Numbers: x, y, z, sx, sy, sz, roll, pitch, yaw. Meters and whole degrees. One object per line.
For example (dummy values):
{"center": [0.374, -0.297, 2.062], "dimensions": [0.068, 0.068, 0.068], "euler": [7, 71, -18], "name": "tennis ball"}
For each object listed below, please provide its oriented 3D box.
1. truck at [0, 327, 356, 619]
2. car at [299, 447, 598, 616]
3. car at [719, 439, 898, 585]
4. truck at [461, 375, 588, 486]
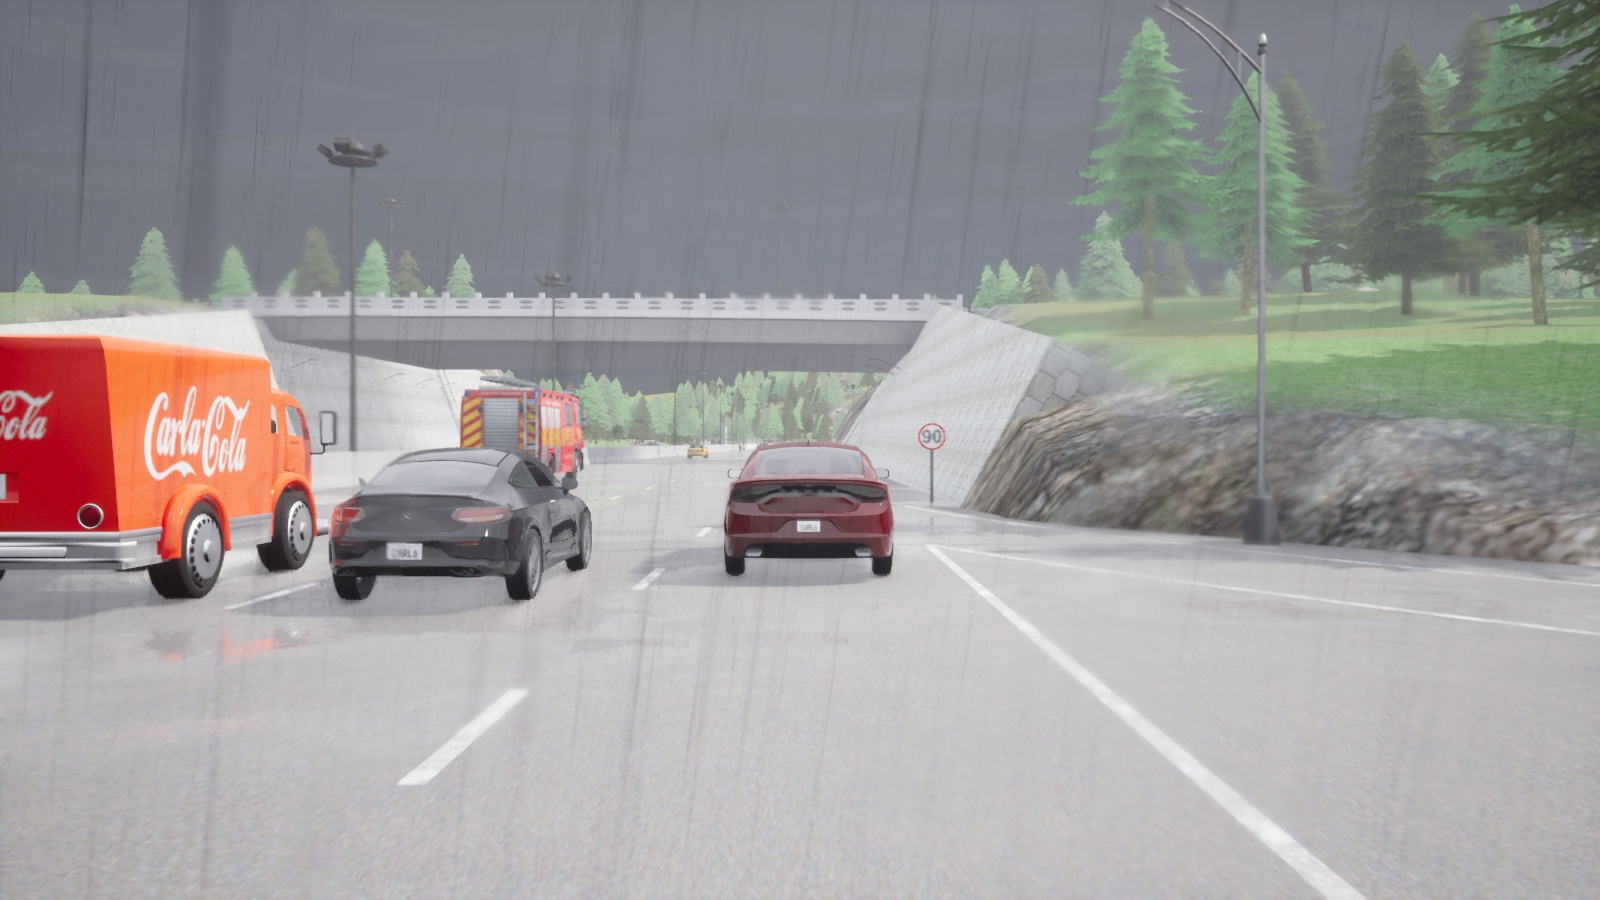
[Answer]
{"center": [-6.909, 0.180, 13.193], "dimensions": [2.627, 2.467, 5.204], "euler": [0, 0, 0], "name": "truck"}
{"center": [-3.410, 0.695, 13.185], "dimensions": [1.812, 1.442, 4.674], "euler": [0, 0, 0], "name": "car"}
{"center": [0.105, 0.636, 15.668], "dimensions": [1.882, 1.535, 5.008], "euler": [0, 0, 0], "name": "car"}
{"center": [-10.214, -0.694, 47.455], "dimensions": [2.891, 3.827, 8.468], "euler": [0, 0, 0], "name": "truck"}
